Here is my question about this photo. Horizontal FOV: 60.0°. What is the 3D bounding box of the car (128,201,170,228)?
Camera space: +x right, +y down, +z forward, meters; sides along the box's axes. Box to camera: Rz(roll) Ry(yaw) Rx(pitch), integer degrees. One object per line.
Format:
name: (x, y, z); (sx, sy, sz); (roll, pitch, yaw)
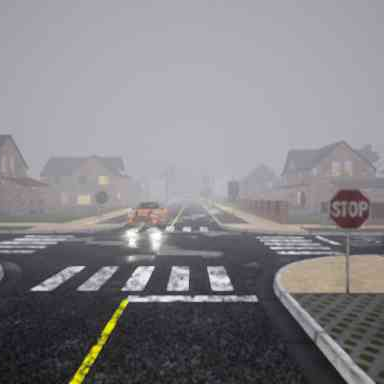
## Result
car: (-2.869, 1.402, 22.732); (2.097, 1.767, 4.553); (0, 0, 5)
